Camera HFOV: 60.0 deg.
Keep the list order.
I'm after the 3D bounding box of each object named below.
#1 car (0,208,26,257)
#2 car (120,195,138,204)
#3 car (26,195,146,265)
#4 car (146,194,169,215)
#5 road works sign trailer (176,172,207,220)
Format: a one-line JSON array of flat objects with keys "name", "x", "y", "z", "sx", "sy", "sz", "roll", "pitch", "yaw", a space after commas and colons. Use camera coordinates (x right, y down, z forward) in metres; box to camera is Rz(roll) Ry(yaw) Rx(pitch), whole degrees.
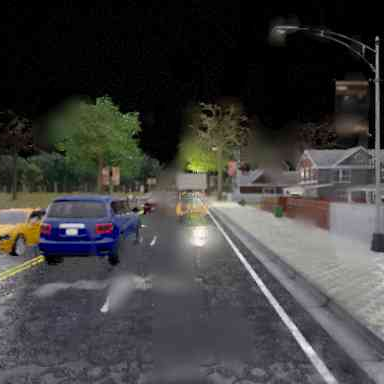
[{"name": "car", "x": -6.604, "y": 1.361, "z": 12.601, "sx": 1.882, "sy": 1.535, "sz": 5.008, "roll": 0, "pitch": 1, "yaw": 0}, {"name": "car", "x": -9.824, "y": 1.129, "z": 51.964, "sx": 1.994, "sy": 1.385, "sz": 4.181, "roll": 0, "pitch": 1, "yaw": 1}, {"name": "car", "x": -3.153, "y": 1.115, "z": 11.412, "sx": 2.150, "sy": 2.045, "sz": 5.566, "roll": 0, "pitch": 1, "yaw": 0}, {"name": "car", "x": -3.155, "y": 1.212, "z": 29.929, "sx": 1.882, "sy": 1.535, "sz": 5.008, "roll": 0, "pitch": 0, "yaw": 0}, {"name": "road works sign trailer", "x": -0.005, "y": 0.234, "z": 25.740, "sx": 2.380, "sy": 3.560, "sz": 2.880, "roll": 0, "pitch": 0, "yaw": 0}]
